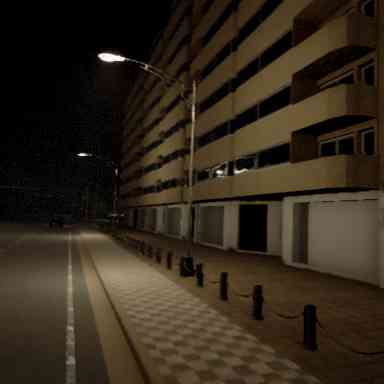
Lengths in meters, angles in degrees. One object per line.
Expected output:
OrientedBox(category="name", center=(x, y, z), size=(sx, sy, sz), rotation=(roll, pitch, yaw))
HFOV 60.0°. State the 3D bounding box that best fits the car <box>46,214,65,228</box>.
OrientedBox(category="car", center=(-19.422, 4.362, 47.687), size=(2.128, 1.511, 4.902), rotation=(4, -5, -20))
